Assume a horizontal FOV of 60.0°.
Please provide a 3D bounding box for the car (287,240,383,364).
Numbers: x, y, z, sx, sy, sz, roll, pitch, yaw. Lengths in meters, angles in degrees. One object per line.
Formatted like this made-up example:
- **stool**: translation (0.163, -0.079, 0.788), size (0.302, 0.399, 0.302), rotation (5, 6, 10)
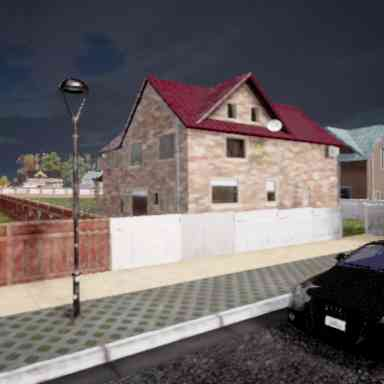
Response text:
- **car**: translation (3.528, 1.562, 5.589), size (4.181, 1.385, 1.994), rotation (0, 0, -35)
